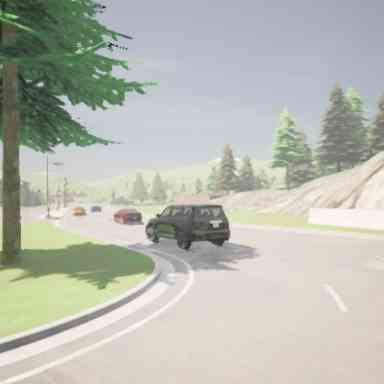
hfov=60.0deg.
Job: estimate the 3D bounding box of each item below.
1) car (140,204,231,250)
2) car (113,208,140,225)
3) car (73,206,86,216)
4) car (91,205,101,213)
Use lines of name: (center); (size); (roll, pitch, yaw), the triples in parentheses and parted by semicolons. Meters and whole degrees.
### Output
car: (-0.358, 1.614, 16.698); (2.150, 2.045, 5.566); (0, -2, -32)
car: (-6.497, 2.370, 33.417); (1.882, 1.535, 5.008); (-1, -1, -27)
car: (-18.849, 3.120, 55.734); (1.882, 1.535, 5.008); (-1, -2, -19)
car: (-19.861, 3.437, 68.894); (1.882, 1.535, 5.008); (-1, -1, -19)
